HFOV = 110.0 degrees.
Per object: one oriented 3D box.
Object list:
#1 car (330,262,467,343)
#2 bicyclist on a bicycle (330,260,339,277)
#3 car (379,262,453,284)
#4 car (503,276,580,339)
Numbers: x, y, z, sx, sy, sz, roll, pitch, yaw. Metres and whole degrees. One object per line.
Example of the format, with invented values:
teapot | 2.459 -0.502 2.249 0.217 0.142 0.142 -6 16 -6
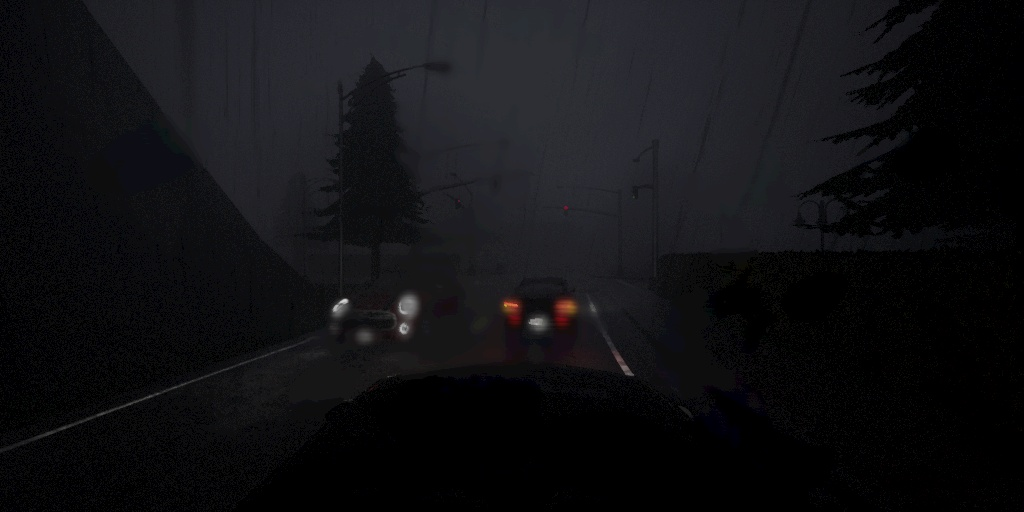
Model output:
car | -2.745 1.102 9.717 2.097 1.767 4.553 0 0 9
bicyclist on a bicycle | -17.376 1.203 35.307 0.582 1.620 1.656 0 0 8
car | -7.080 1.228 26.639 5.008 1.535 1.882 0 0 8
car | 0.916 1.276 10.034 1.812 1.442 4.674 0 0 9
